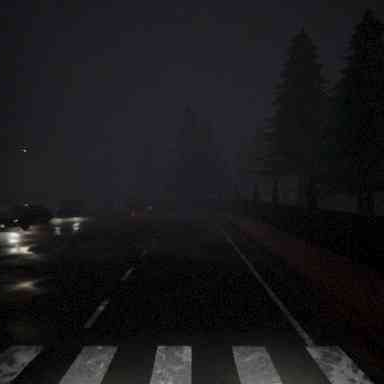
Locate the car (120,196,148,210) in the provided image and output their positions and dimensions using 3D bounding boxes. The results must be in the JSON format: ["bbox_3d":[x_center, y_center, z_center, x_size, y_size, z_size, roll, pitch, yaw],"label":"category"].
[{"bbox_3d":[-7.216,1.466,41.145,1.812,1.442,4.674,0,0,-23],"label":"car"}]

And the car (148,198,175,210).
[{"bbox_3d":[-3.681,1.503,42.482,1.994,1.385,4.181,0,0,-23],"label":"car"}]

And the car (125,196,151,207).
[{"bbox_3d":[-8.284,1.433,50.411,1.837,1.490,4.892,0,0,-37],"label":"car"}]

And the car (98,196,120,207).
[{"bbox_3d":[-12.346,1.433,49.997,1.837,1.490,4.892,0,0,-41],"label":"car"}]

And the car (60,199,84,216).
[{"bbox_3d":[-11.461,1.431,31.745,1.882,1.535,5.008,0,0,-12],"label":"car"}]

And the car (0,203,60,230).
[{"bbox_3d":[-10.641,1.516,21.286,2.033,1.411,5.357,0,0,-1],"label":"car"}]
